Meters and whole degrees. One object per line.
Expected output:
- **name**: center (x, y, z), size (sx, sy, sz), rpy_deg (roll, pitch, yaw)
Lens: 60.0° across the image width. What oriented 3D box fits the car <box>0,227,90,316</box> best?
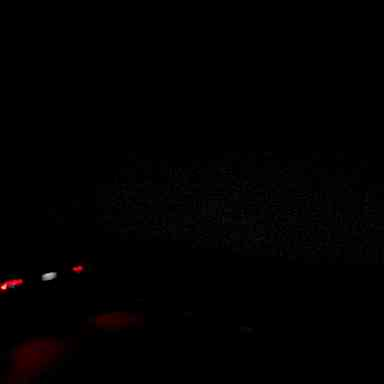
- **car**: center (-4.512, 1.490, 7.214), size (5.357, 1.411, 2.033), rpy_deg (1, 0, 36)
